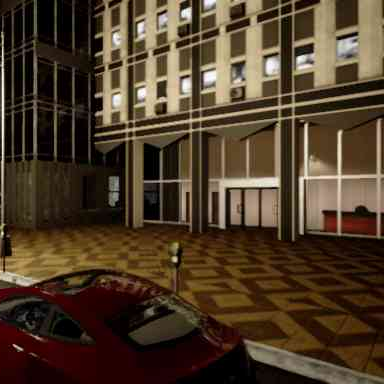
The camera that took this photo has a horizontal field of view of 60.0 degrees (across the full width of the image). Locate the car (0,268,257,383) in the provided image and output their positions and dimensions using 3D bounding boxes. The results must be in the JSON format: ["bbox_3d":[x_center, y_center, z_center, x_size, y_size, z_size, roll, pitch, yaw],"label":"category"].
[{"bbox_3d":[-1.340,1.581,3.830,4.206,1.307,1.802,0,0,36],"label":"car"}]
